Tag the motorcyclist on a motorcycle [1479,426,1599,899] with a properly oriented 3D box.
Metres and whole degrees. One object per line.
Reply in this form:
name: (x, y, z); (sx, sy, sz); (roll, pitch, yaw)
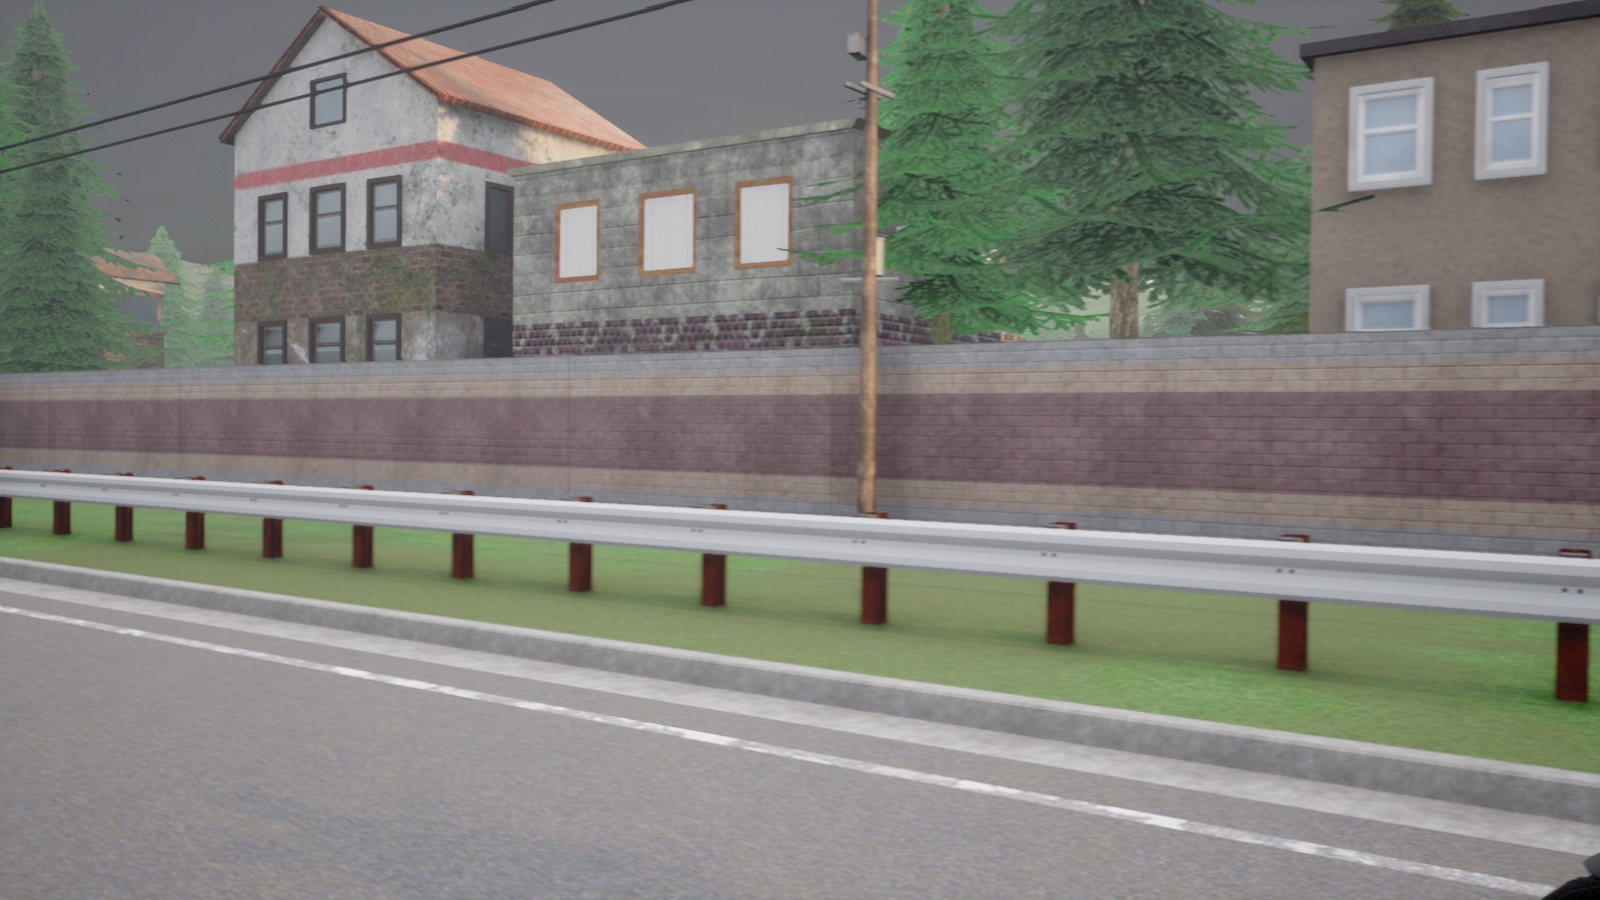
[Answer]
motorcyclist on a motorcycle: (2.388, 0.720, 2.039); (2.191, 1.530, 0.866); (0, 1, 34)
